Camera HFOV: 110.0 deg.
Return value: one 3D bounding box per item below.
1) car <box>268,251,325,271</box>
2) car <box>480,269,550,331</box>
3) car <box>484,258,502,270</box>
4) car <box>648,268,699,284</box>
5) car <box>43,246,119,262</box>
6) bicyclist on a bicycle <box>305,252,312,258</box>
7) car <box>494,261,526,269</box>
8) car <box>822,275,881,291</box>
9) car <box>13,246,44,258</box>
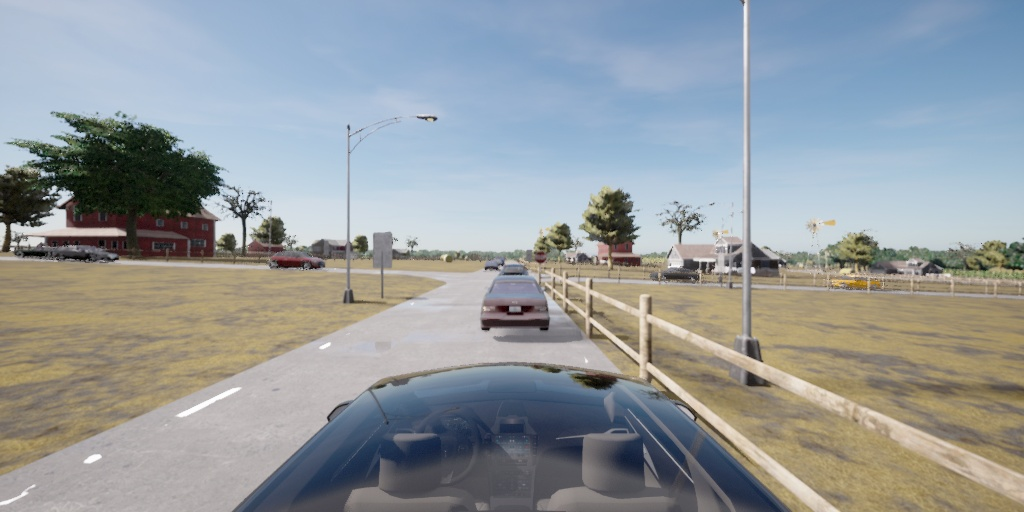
[{"bbox_3d":[-20.154,0.395,33.786,4.553,1.767,2.097,2,0,0],"label":"car"},{"bbox_3d":[0.083,1.294,10.942,2.033,1.411,5.357,0,0,0],"label":"car"},{"bbox_3d":[-2.875,1.336,50.714,2.033,1.411,5.357,0,0,0],"label":"car"},{"bbox_3d":[16.546,1.972,36.804,4.892,1.490,1.837,2,0,0],"label":"car"},{"bbox_3d":[-40.038,-0.189,33.765,4.902,1.511,2.128,2,0,0],"label":"car"},{"bbox_3d":[-22.643,0.422,39.767,0.582,1.620,1.656,2,0,0],"label":"bicyclist on a bicycle"},{"bbox_3d":[0.162,1.261,22.572,1.837,1.490,4.892,0,0,2],"label":"car"},{"bbox_3d":[34.774,2.686,36.829,5.008,1.535,1.882,2,0,0],"label":"car"},{"bbox_3d":[-47.543,-0.340,36.636,4.718,1.301,1.895,2,0,0],"label":"car"}]
